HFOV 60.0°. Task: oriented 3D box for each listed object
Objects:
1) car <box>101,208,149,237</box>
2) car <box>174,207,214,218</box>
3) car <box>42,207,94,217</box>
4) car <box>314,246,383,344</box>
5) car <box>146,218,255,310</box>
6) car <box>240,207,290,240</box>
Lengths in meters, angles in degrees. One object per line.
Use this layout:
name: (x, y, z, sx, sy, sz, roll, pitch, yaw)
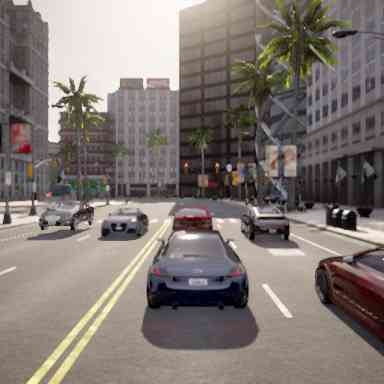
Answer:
car: (-3.513, 1.557, 18.008, 1.994, 1.385, 4.181, 0, 0, 0)
car: (0.094, 1.470, 16.883, 1.882, 1.535, 5.008, 0, 0, 2)
car: (-6.999, 1.235, 19.044, 2.128, 1.511, 4.902, 0, 0, 0)
car: (3.600, 1.561, 5.449, 1.994, 1.385, 4.181, 0, 0, 0)
car: (0.091, 1.558, 7.897, 1.994, 1.385, 4.181, 0, 0, -1)
car: (3.591, 1.484, 16.904, 2.128, 1.511, 4.902, 0, 0, 2)
